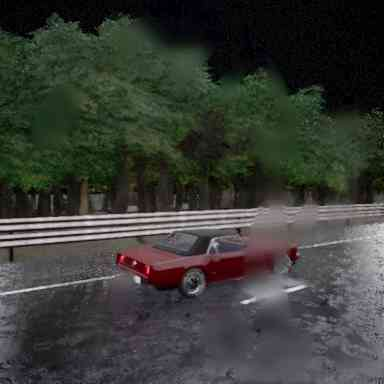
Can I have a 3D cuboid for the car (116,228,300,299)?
[{"bbox_3d":[0.620,1.598,8.485,4.718,1.301,1.895,0,0,-35],"label":"car"}]
